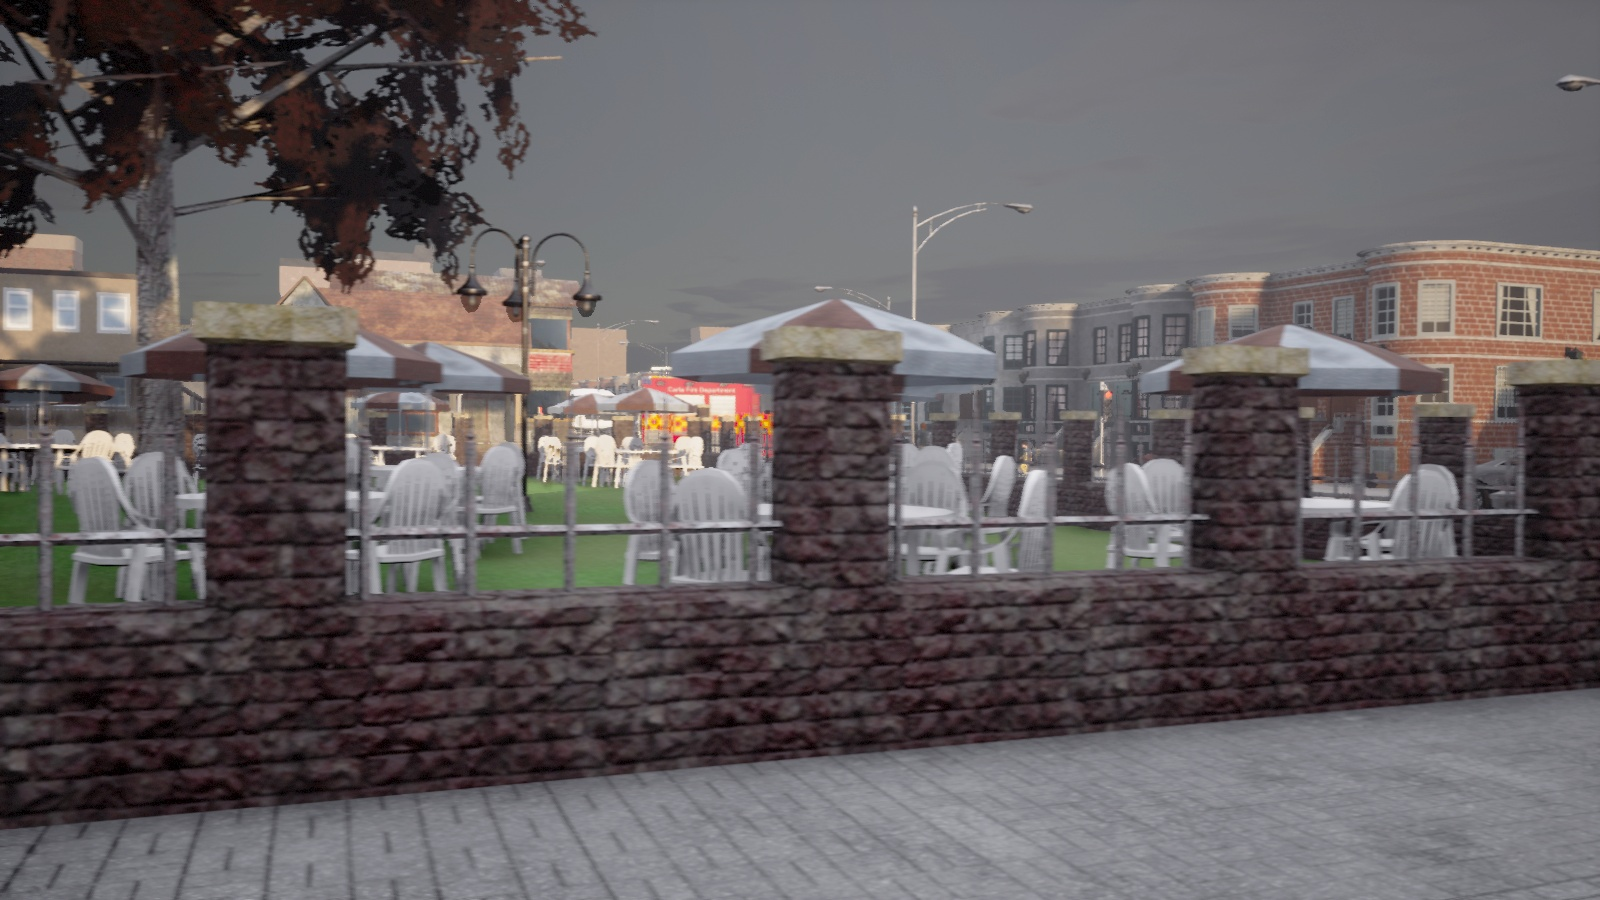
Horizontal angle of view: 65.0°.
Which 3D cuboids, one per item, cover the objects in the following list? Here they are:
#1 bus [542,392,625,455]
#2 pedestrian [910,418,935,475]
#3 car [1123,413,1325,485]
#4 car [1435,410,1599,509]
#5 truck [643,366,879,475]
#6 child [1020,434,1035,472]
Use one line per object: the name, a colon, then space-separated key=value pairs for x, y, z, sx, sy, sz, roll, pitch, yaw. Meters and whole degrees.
bus: x=-15.555 y=-1.867 z=89.448 sx=3.944 sy=4.253 sz=10.273 roll=-1 pitch=1 yaw=-21
pedestrian: x=4.036 y=-0.122 z=41.291 sx=0.726 sy=1.835 sz=0.370 roll=-1 pitch=1 yaw=-35
car: x=10.588 y=-0.056 z=31.805 sx=2.152 sy=1.651 sz=5.027 roll=-1 pitch=1 yaw=-20
car: x=14.135 y=0.123 z=22.502 sx=2.242 sy=1.667 sz=4.611 roll=-1 pitch=1 yaw=-21
truck: x=-1.542 y=-1.113 z=46.840 sx=8.468 sy=3.827 sz=2.891 roll=-1 pitch=1 yaw=-9
child: x=7.596 y=0.104 z=41.883 sx=0.437 sy=1.263 sz=0.270 roll=-1 pitch=1 yaw=-7
